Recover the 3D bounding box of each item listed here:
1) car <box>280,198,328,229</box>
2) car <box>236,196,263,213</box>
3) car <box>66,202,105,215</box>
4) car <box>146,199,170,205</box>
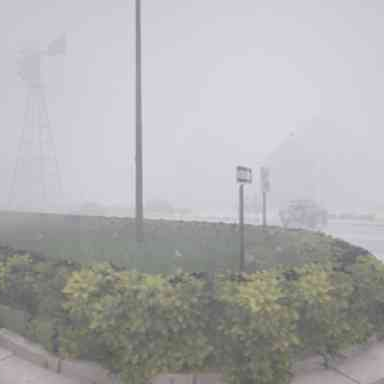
[{"bbox_3d":[7.445,1.352,21.862,1.932,1.855,4.605,0,0,35],"label":"car"},{"bbox_3d":[6.746,1.423,38.566,1.905,1.878,3.866,0,0,35],"label":"car"},{"bbox_3d":[-11.035,1.716,34.659,1.784,1.438,3.905,0,0,35],"label":"car"},{"bbox_3d":[-4.602,1.708,45.864,1.816,1.474,4.193,0,0,35],"label":"car"}]
